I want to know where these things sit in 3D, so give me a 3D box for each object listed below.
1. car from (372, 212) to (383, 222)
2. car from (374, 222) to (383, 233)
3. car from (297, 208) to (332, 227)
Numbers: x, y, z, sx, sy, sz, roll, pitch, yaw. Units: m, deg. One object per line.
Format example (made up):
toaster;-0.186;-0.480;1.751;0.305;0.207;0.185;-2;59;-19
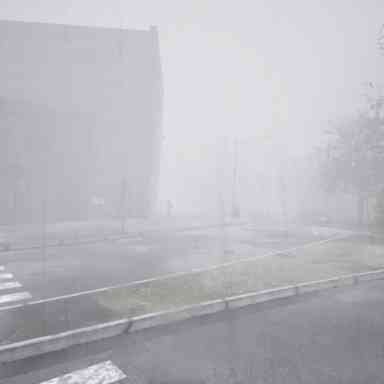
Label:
car;32.358;4.173;53.840;5.357;1.411;2.033;3;-2;5
car;14.052;1.983;20.662;1.882;1.535;5.008;4;-2;-34
car;10.571;2.111;28.893;2.128;1.511;4.902;3;-2;2
